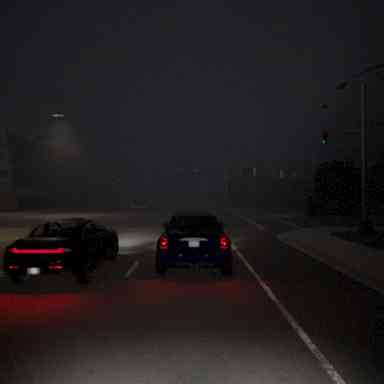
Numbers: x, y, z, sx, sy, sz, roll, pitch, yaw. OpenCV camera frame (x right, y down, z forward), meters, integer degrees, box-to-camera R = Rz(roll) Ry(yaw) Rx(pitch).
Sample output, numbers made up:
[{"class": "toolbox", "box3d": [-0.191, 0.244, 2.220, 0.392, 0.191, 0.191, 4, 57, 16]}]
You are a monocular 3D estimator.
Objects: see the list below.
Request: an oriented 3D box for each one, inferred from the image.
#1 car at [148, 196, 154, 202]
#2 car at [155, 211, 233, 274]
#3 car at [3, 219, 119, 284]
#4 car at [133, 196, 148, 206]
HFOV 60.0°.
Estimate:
[{"class": "car", "box3d": [-10.623, 1.671, 82.762, 2.097, 1.767, 4.553, 0, 0, 0]}, {"class": "car", "box3d": [0.058, 1.388, 10.827, 2.097, 1.767, 4.553, 0, 0, 0]}, {"class": "car", "box3d": [-3.447, 1.525, 9.687, 2.128, 1.511, 4.902, 0, 0, 0]}, {"class": "car", "box3d": [-10.602, 2.006, 66.997, 1.812, 1.442, 4.674, 0, 1, 0]}]
